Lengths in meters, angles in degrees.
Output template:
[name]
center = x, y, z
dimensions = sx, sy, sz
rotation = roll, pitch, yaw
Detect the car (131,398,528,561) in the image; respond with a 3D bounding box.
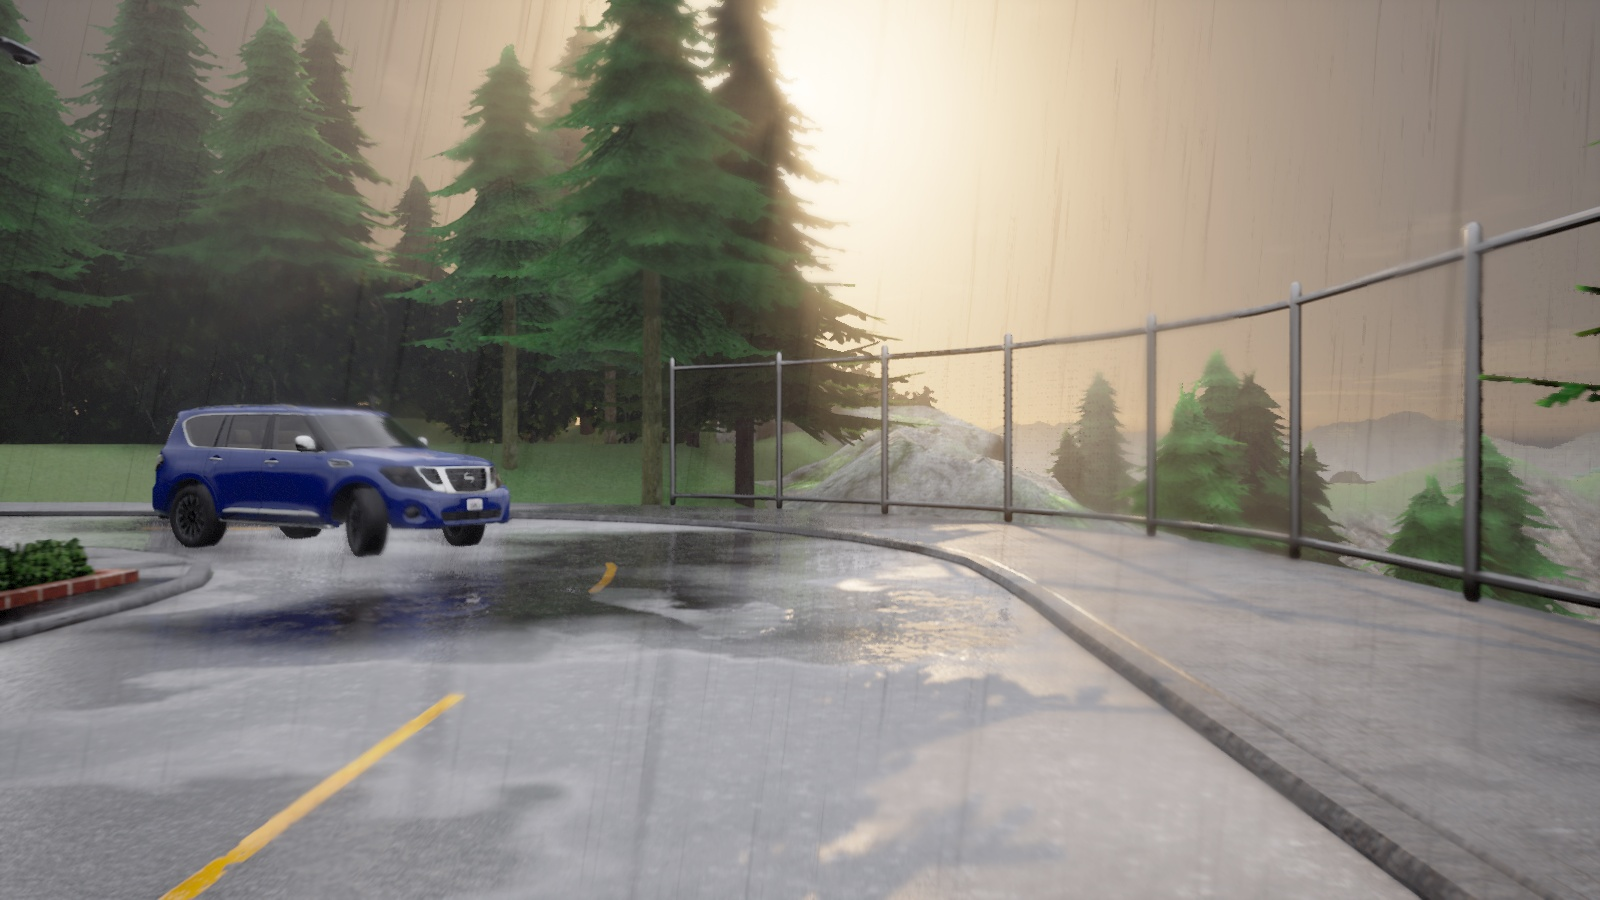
[car]
center = -6.793, 0.360, 17.979
dimensions = 5.566, 2.045, 2.150
rotation = 0, 0, 28
